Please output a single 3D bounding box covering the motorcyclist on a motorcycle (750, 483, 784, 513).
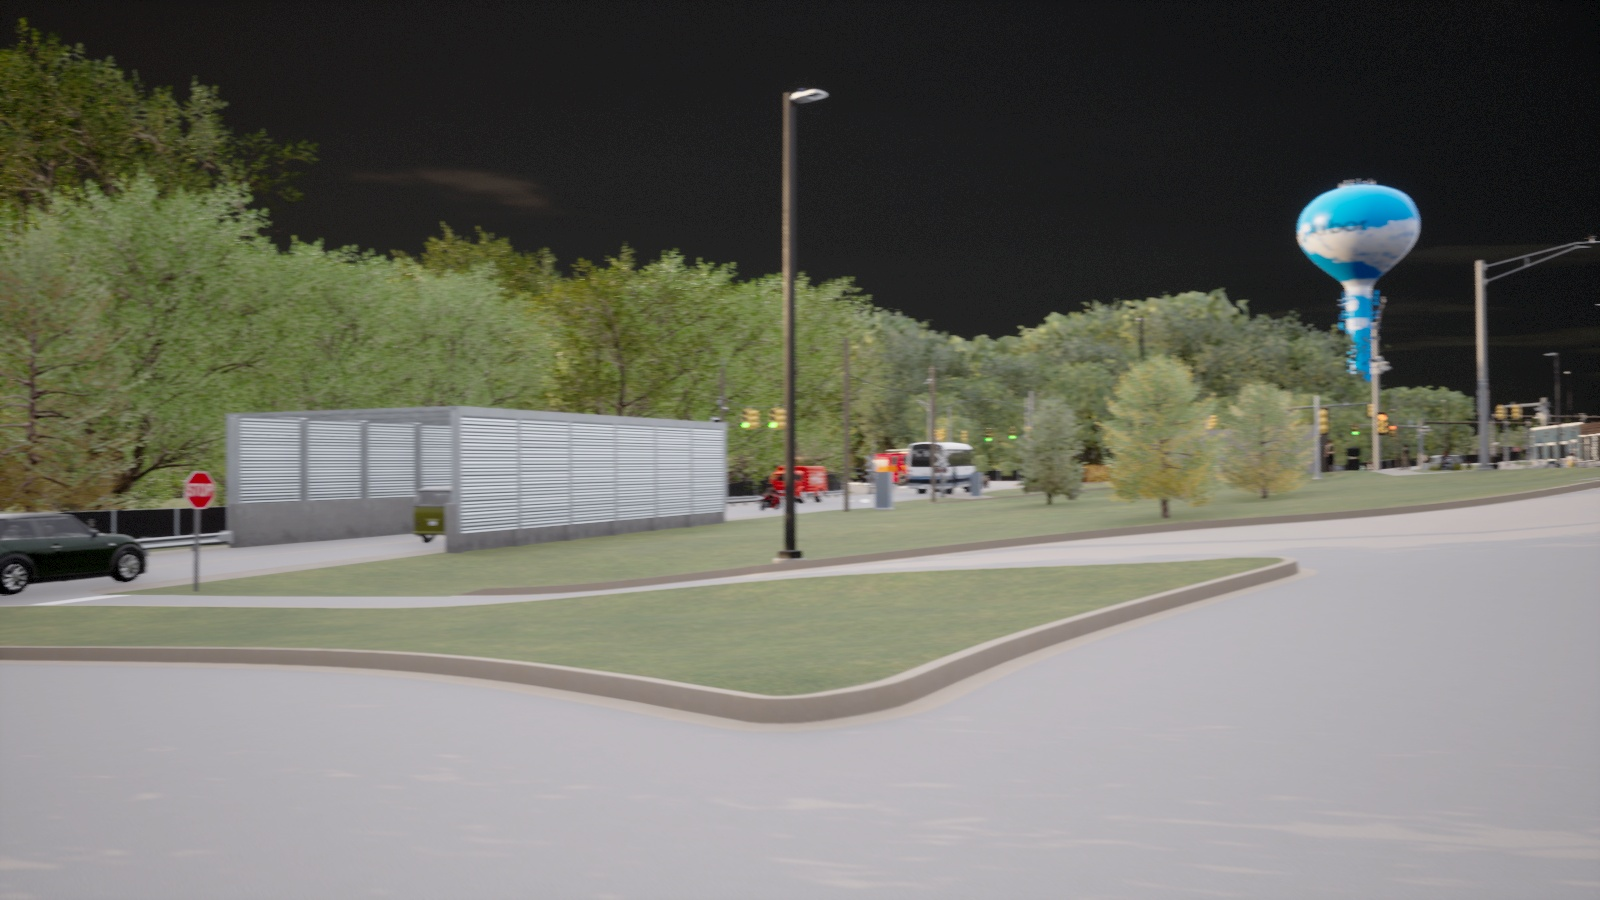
[{"bbox_3d":[-1.839,2.651,69.674,0.797,1.523,2.044,2,1,33],"label":"motorcyclist on a motorcycle"}]

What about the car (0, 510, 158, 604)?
[{"bbox_3d":[-16.831,2.301,27.836,2.097,1.767,4.553,-1,-1,15],"label":"car"}]

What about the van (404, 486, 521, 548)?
[{"bbox_3d":[-11.792,2.309,44.226,1.775,1.987,4.442,-1,-1,19],"label":"van"}]

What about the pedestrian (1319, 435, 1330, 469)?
[{"bbox_3d":[28.047,0.115,67.095,0.345,1.836,0.594,-1,-2,5],"label":"pedestrian"}]

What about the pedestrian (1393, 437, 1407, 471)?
[{"bbox_3d":[34.584,0.253,72.395,0.666,1.930,0.402,-1,-2,20],"label":"pedestrian"}]

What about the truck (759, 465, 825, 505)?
[{"bbox_3d":[-0.491,2.303,83.664,2.627,2.467,5.204,-1,-1,22],"label":"truck"}]
